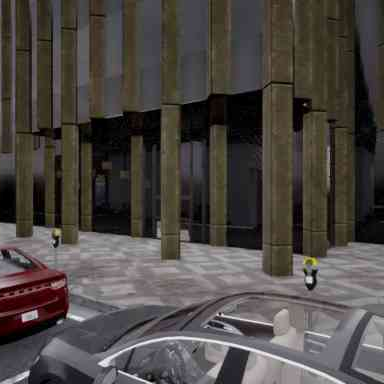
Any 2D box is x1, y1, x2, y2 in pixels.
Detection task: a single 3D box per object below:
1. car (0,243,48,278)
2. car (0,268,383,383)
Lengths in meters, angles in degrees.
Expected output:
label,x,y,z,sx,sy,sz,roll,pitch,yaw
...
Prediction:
label,x,y,z,sx,sy,sz,roll,pitch,yaw
car,-4.016,1.544,5.789,4.507,1.381,1.887,0,0,35
car,0.427,1.551,2.654,4.403,1.369,2.008,0,0,35
